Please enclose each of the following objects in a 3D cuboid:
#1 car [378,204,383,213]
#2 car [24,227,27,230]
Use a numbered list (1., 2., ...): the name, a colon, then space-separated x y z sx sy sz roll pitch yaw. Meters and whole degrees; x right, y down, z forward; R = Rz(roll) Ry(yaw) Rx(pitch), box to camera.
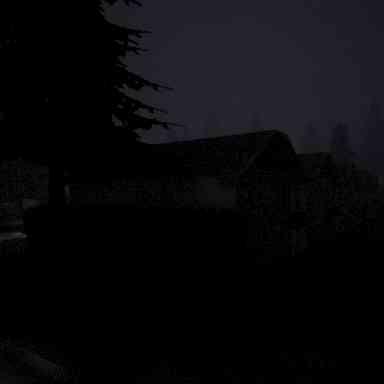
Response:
1. car: 22.610 2.038 41.483 4.902 1.511 2.128 -1 -1 29
2. car: -9.423 1.867 23.745 2.097 1.767 4.553 -1 -1 36
